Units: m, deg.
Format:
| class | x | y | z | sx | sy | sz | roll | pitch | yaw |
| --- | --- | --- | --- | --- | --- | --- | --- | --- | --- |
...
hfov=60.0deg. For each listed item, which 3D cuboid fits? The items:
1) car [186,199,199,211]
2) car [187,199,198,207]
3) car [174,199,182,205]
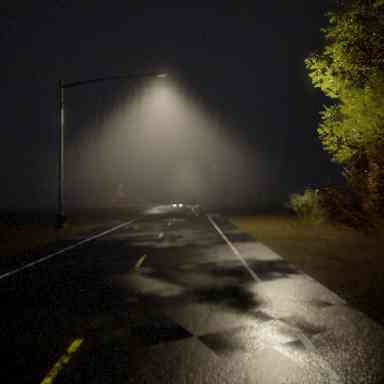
| class | x | y | z | sx | sy | sz | roll | pitch | yaw |
| --- | --- | --- | --- | --- | --- | --- | --- | --- | --- |
| car | 0.089 | 2.090 | 48.105 | 1.895 | 1.301 | 4.718 | 0 | -1 | 0 |
| car | 0.086 | 2.167 | 66.305 | 2.128 | 1.511 | 4.902 | 0 | -1 | 0 |
| car | -3.518 | 2.433 | 82.115 | 1.895 | 1.301 | 4.718 | 0 | -1 | 0 |
